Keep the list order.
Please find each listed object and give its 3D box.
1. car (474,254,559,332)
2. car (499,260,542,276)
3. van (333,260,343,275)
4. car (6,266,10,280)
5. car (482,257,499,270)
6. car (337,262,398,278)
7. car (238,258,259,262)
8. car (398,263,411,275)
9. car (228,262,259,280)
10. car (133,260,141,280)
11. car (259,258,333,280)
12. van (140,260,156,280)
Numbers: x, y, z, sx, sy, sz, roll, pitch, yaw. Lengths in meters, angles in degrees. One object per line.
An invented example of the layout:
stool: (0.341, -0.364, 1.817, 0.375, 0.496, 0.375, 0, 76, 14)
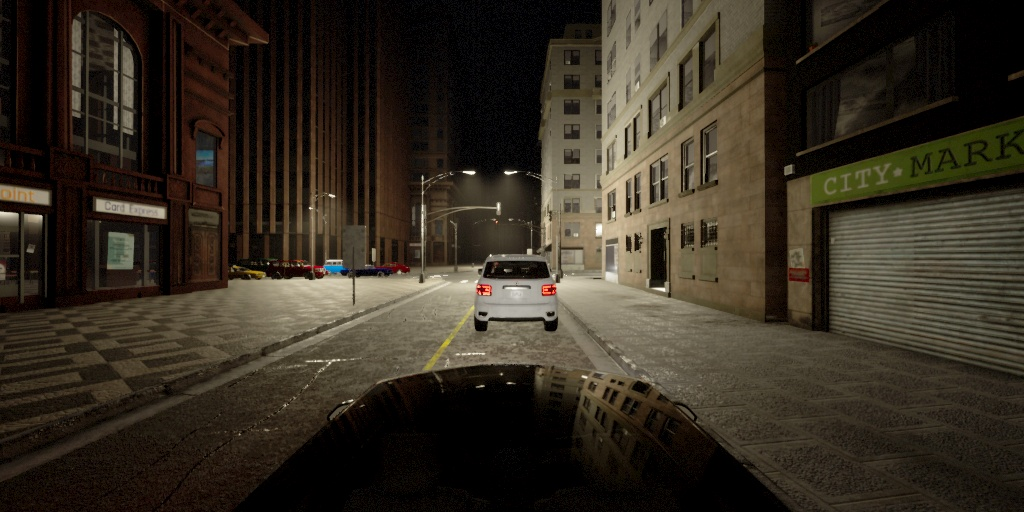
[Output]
car: (0.096, 0.974, 11.067, 2.150, 2.045, 5.566, 0, 0, 0)
car: (0.812, 1.231, 38.054, 2.128, 1.511, 4.902, -1, 0, -35)
van: (-19.617, 1.341, 41.272, 3.998, 1.789, 1.690, 0, 0, 0)
car: (-47.755, 1.850, 32.836, 4.403, 1.370, 2.007, 0, 0, 0)
car: (-3.105, 1.097, 52.778, 2.097, 1.767, 4.553, 0, 0, 0)
car: (-14.159, 1.506, 35.300, 4.718, 1.301, 1.895, -1, 0, 0)
car: (-24.124, 1.247, 35.325, 5.566, 2.045, 2.150, -1, 0, -1)
car: (-13.993, 1.477, 41.254, 4.507, 1.381, 1.888, 0, 0, 0)
car: (-25.089, 1.552, 32.763, 4.829, 1.417, 1.751, 0, 0, 0)
car: (-34.680, 1.375, 35.377, 5.566, 2.045, 2.150, -1, 0, 0)
car: (-19.635, 1.274, 32.746, 5.009, 1.841, 2.192, 0, 0, 0)
van: (-30.883, 1.436, 32.782, 3.998, 1.789, 1.690, 0, 0, 0)
